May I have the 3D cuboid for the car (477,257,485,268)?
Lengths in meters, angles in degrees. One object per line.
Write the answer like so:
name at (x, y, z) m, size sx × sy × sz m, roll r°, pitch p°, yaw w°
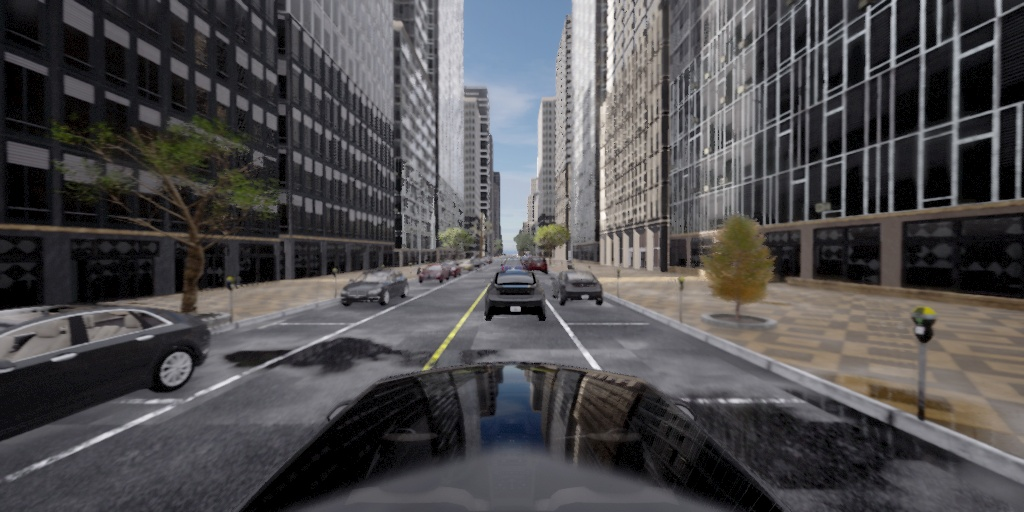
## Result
car at (-5.701, 1.160, 55.136) m, size 1.948 × 1.339 × 4.313 m, roll 0°, pitch 0°, yaw 0°

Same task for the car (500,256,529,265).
car at (0.097, 1.021, 29.743) m, size 2.097 × 1.767 × 4.553 m, roll 0°, pitch 0°, yaw 0°

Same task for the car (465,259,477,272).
car at (-5.698, 1.153, 43.599) m, size 1.751 × 1.417 × 4.829 m, roll 0°, pitch 0°, yaw 0°

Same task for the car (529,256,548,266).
car at (2.683, 0.960, 38.086) m, size 2.192 × 1.841 × 5.009 m, roll 0°, pitch 0°, yaw 0°

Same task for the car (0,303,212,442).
car at (-5.692, 1.294, 3.983) m, size 2.007 × 1.370 × 4.403 m, roll 0°, pitch 0°, yaw 0°

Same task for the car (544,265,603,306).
car at (2.687, 1.262, 15.351) m, size 2.007 × 1.370 × 4.403 m, roll 0°, pitch 0°, yaw 0°

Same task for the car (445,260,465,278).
car at (-5.697, 1.101, 32.401) m, size 1.967 × 1.591 × 4.097 m, roll 0°, pitch 0°, yaw 0°

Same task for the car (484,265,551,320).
car at (0.098, 1.224, 12.409) m, size 1.837 × 1.490 × 4.892 m, roll 0°, pitch 0°, yaw 0°

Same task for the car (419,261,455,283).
car at (-5.696, 1.260, 26.717) m, size 1.802 × 1.307 × 4.207 m, roll 0°, pitch 0°, yaw 0°

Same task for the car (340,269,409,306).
car at (-5.694, 1.261, 15.350) m, size 2.007 × 1.370 × 4.403 m, roll 0°, pitch 0°, yaw 0°
